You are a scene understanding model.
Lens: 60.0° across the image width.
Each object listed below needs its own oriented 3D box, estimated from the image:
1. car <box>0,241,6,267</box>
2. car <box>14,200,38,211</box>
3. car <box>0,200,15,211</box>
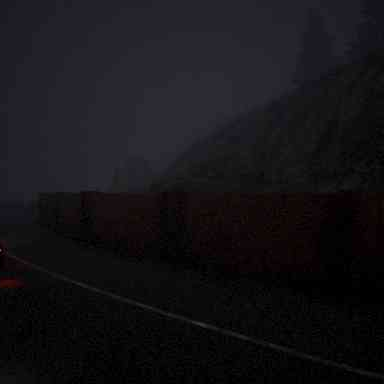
[{"bbox_3d":[-7.385,1.615,10.557,2.033,1.411,5.357,1,-1,-40],"label":"car"},{"bbox_3d":[-22.540,1.894,46.711,1.837,1.490,4.892,-1,-1,-3],"label":"car"},{"bbox_3d":[-26.058,1.870,47.774,1.837,1.490,4.892,-1,-1,-2],"label":"car"}]
